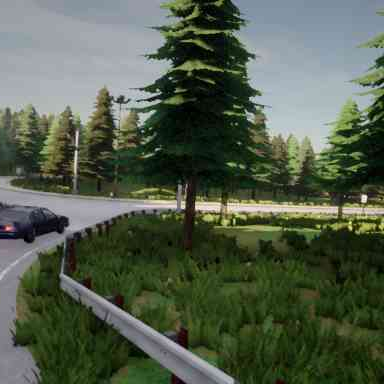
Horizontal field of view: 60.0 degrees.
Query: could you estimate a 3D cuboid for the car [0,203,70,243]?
[{"bbox_3d":[-7.592,1.390,15.527,2.033,1.411,5.357,4,1,3],"label":"car"}]
